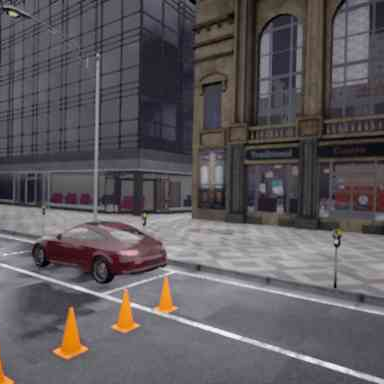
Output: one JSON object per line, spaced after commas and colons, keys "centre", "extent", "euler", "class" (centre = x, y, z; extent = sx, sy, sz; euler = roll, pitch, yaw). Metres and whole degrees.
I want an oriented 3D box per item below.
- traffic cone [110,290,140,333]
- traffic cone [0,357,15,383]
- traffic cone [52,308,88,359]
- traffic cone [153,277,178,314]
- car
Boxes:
{"centre": [-1.068, 1.875, 5.342], "extent": [0.340, 0.580, 0.340], "euler": [2, 1, 35], "class": "traffic cone"}
{"centre": [-2.229, 1.873, 3.714], "extent": [0.340, 0.580, 0.340], "euler": [2, 1, 35], "class": "traffic cone"}
{"centre": [-1.649, 1.874, 4.528], "extent": [0.340, 0.580, 0.340], "euler": [2, 1, 35], "class": "traffic cone"}
{"centre": [-0.487, 1.875, 6.156], "extent": [0.340, 0.580, 0.340], "euler": [2, 1, 35], "class": "traffic cone"}
{"centre": [-2.566, 1.431, 8.911], "extent": [4.206, 1.307, 1.802], "euler": [2, 1, 35], "class": "car"}
